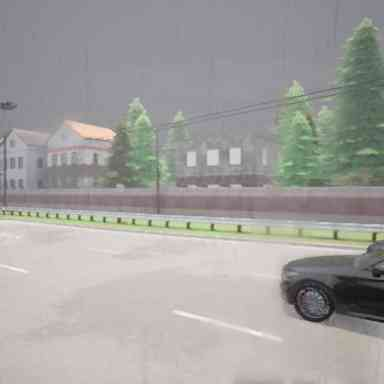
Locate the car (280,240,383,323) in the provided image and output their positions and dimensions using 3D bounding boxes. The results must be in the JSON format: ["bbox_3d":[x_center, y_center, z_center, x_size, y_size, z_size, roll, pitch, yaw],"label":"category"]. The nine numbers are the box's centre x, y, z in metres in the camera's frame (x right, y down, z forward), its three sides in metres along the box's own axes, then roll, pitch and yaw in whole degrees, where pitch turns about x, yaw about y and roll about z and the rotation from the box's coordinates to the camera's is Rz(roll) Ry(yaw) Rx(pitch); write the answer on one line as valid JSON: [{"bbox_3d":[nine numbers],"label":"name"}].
[{"bbox_3d":[3.843,1.525,5.533,4.674,1.442,1.812,0,0,35],"label":"car"}]

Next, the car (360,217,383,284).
[{"bbox_3d":[6.778,1.505,7.755,4.892,1.490,1.837,0,0,35],"label":"car"}]
